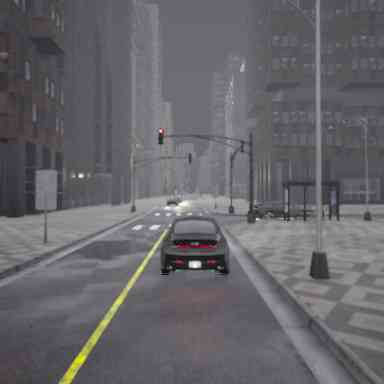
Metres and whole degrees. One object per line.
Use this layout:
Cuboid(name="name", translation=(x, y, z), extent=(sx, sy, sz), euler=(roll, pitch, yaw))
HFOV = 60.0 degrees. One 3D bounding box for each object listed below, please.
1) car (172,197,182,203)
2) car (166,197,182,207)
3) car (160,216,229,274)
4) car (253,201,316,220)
Cuboid(name="car", translation=(-3.011, 1.641, 68.791), extent=(1.895, 1.301, 4.718), euler=(0, 0, 0))
Cuboid(name="car", translation=(-3.081, 1.636, 53.367), extent=(1.895, 1.301, 4.718), euler=(0, 0, 0))
Cuboid(name="car", translation=(0.082, 1.512, 10.520), extent=(1.837, 1.490, 4.892), euler=(0, 0, 0))
Cuboid(name="car", translation=(7.091, 1.447, 25.856), extent=(4.892, 1.490, 1.837), euler=(0, -4, -6))
